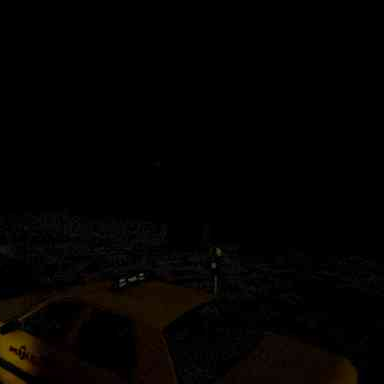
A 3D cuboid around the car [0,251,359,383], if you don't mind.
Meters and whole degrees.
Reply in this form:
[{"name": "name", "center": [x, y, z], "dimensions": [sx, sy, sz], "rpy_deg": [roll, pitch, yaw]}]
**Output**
[{"name": "car", "center": [-0.849, 1.526, 3.574], "dimensions": [4.829, 1.417, 1.752], "rpy_deg": [0, 0, 36]}]
